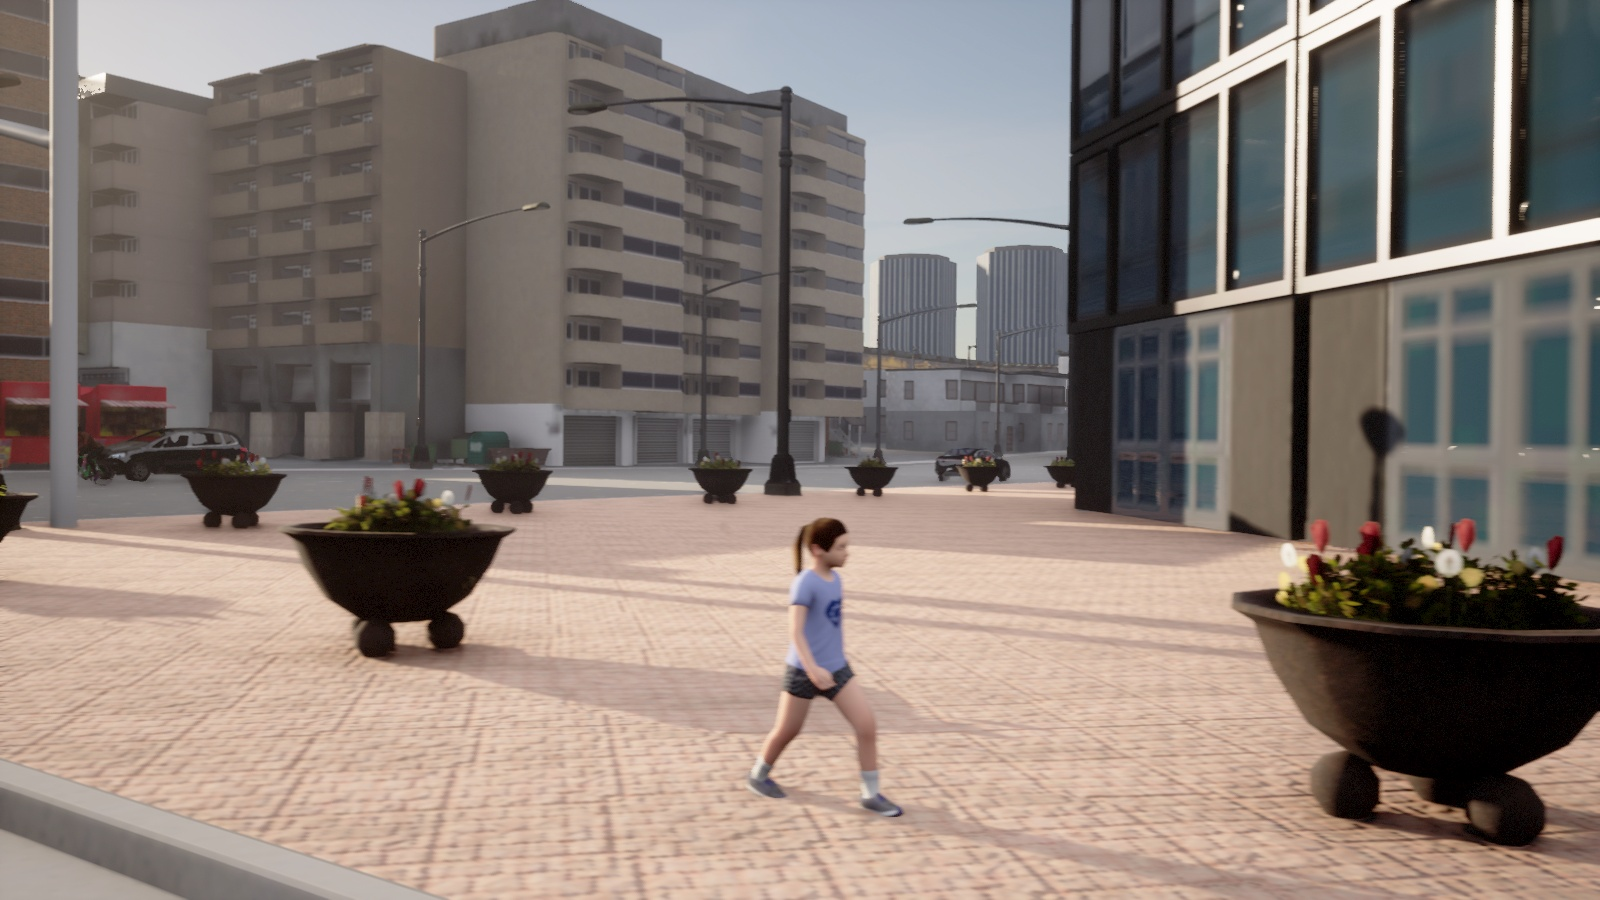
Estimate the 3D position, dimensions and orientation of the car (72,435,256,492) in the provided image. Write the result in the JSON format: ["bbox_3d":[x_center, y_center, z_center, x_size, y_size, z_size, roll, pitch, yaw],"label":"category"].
[{"bbox_3d":[-19.704,0.390,39.095,2.242,1.667,4.611,0,0,33],"label":"car"}]

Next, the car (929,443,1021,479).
[{"bbox_3d":[7.812,0.465,55.624,2.128,1.511,4.902,0,0,33],"label":"car"}]

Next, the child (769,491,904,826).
[{"bbox_3d":[0.128,0.712,4.456,0.394,1.110,0.255,0,1,39],"label":"child"}]

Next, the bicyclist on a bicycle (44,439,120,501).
[{"bbox_3d":[-19.165,0.517,33.542,0.582,1.620,1.656,0,1,33],"label":"bicyclist on a bicycle"}]
